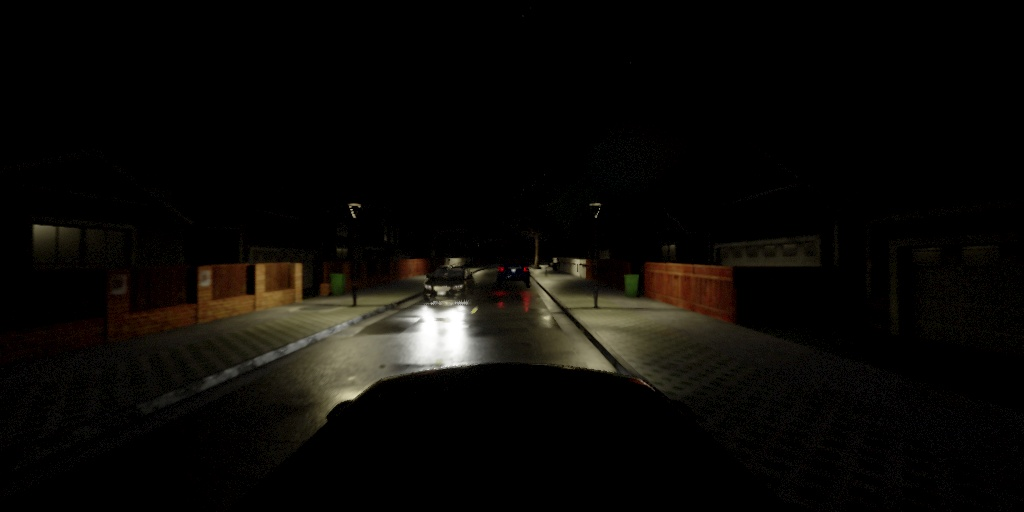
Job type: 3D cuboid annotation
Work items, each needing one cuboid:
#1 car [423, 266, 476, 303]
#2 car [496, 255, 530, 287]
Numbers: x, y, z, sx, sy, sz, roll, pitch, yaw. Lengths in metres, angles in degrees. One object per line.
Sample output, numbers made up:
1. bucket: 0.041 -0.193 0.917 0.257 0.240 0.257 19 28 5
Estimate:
1. car: -2.832 1.245 16.946 2.128 1.511 4.902 0 0 0
2. car: 0.096 0.978 24.737 2.150 2.045 5.566 0 0 0
